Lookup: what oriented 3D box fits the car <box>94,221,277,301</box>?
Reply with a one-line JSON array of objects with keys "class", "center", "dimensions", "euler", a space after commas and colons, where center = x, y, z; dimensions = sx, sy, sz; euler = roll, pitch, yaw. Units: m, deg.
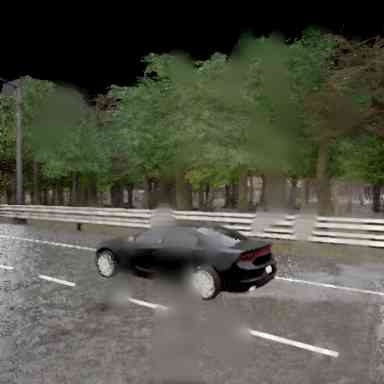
[{"class": "car", "center": [-0.396, 1.483, 8.455], "dimensions": [5.008, 1.535, 1.882], "euler": [0, 0, 36]}]
